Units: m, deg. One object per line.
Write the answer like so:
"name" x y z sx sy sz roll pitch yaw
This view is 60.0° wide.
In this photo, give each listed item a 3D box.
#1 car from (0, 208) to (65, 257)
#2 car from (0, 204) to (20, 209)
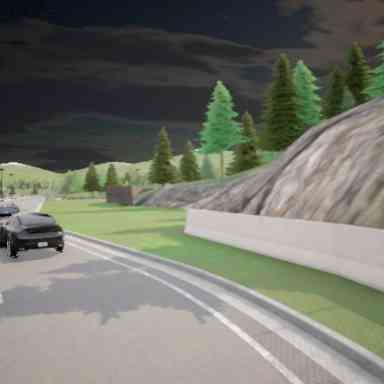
"car" -6.643 1.613 13.641 1.837 1.490 4.892 -1 0 -36
"car" -18.293 1.871 33.187 1.994 1.385 4.181 -1 0 -25
